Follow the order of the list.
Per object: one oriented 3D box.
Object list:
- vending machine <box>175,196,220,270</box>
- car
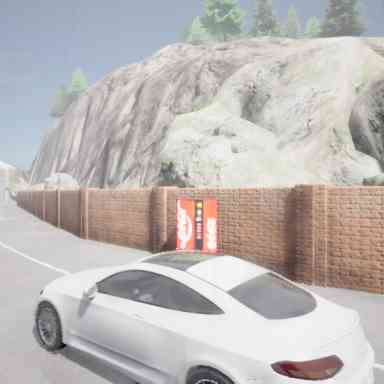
[{"bbox_3d":[0.172,1.195,10.270,0.880,2.100,1.100,0,0,42],"label":"vending machine"},{"bbox_3d":[-0.254,1.525,4.396,4.674,1.442,1.812,0,0,39],"label":"car"}]
